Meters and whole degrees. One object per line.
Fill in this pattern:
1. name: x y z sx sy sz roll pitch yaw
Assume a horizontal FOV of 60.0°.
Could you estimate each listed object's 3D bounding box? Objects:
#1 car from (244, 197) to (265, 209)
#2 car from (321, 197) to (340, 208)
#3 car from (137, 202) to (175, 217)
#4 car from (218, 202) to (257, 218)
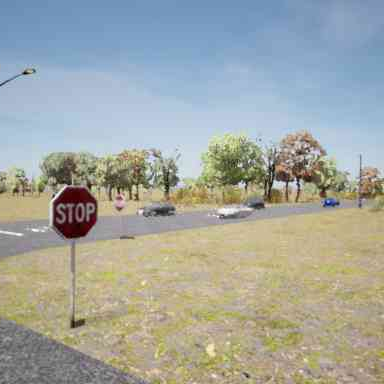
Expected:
1. car: 10.100 1.918 54.785 2.150 2.045 5.566 1 1 36
2. car: 28.951 2.153 68.962 2.150 2.045 5.566 1 0 36
3. car: -3.771 1.851 35.556 2.128 1.511 4.902 1 1 36
4. car: 4.719 2.044 35.357 1.895 1.301 4.718 1 0 36
